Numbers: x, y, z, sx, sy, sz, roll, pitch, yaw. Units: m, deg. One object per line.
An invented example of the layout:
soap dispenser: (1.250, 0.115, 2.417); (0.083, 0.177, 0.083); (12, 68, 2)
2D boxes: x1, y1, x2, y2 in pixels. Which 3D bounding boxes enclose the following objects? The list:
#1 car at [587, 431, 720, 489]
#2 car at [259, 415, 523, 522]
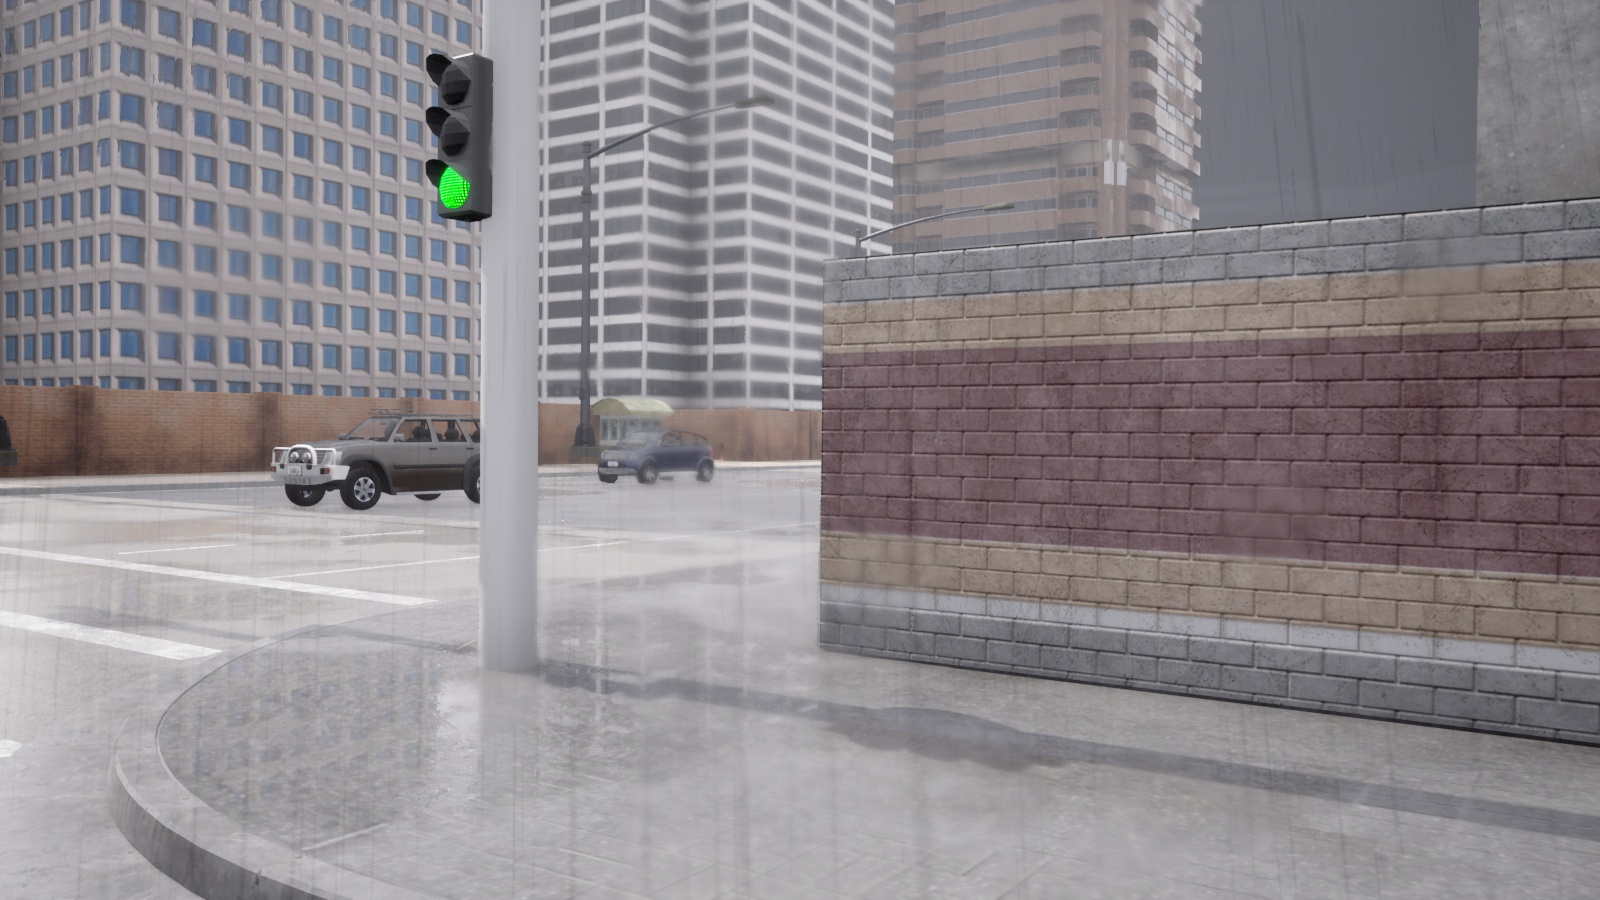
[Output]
car: (-4.126, 0.257, 35.881); (1.789, 1.549, 3.705); (0, 1, 34)
car: (-7.761, 0.287, 24.273); (1.932, 1.855, 4.605); (0, 1, 34)
